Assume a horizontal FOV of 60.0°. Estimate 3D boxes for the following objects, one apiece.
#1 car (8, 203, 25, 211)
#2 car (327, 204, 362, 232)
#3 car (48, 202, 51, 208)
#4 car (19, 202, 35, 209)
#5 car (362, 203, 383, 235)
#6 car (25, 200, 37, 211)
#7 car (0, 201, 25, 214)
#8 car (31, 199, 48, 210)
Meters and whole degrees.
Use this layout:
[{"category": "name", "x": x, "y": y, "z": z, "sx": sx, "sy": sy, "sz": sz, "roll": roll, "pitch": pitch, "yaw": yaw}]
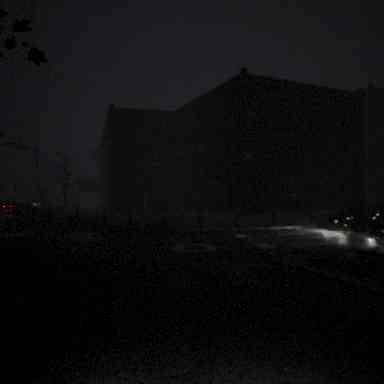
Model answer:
[{"category": "car", "x": -31.565, "y": 2.677, "z": 59.997, "sx": 1.994, "sy": 1.385, "sz": 4.181, "roll": -1, "pitch": -1, "yaw": -16}, {"category": "car", "x": 9.438, "y": 1.301, "z": 17.803, "sx": 4.181, "sy": 1.385, "sz": 1.994, "roll": -1, "pitch": 0, "yaw": -13}, {"category": "car", "x": -31.239, "y": 2.571, "z": 70.363, "sx": 2.097, "sy": 1.767, "sz": 4.553, "roll": -1, "pitch": -1, "yaw": -16}, {"category": "car", "x": -34.243, "y": 2.774, "z": 69.068, "sx": 2.033, "sy": 1.411, "sz": 5.357, "roll": -1, "pitch": -1, "yaw": -16}, {"category": "car", "x": 10.487, "y": 1.087, "z": 15.023, "sx": 4.553, "sy": 1.767, "sz": 2.097, "roll": -1, "pitch": 0, "yaw": -15}, {"category": "car", "x": -25.730, "y": 2.342, "z": 51.739, "sx": 1.994, "sy": 1.385, "sz": 4.181, "roll": -1, "pitch": -1, "yaw": -16}, {"category": "car", "x": -22.123, "y": 1.925, "z": 40.694, "sx": 1.837, "sy": 1.490, "sz": 4.892, "roll": -1, "pitch": -1, "yaw": -19}, {"category": "car", "x": -28.582, "y": 2.303, "z": 61.354, "sx": 2.150, "sy": 2.045, "sz": 5.566, "roll": -1, "pitch": -2, "yaw": -16}]
